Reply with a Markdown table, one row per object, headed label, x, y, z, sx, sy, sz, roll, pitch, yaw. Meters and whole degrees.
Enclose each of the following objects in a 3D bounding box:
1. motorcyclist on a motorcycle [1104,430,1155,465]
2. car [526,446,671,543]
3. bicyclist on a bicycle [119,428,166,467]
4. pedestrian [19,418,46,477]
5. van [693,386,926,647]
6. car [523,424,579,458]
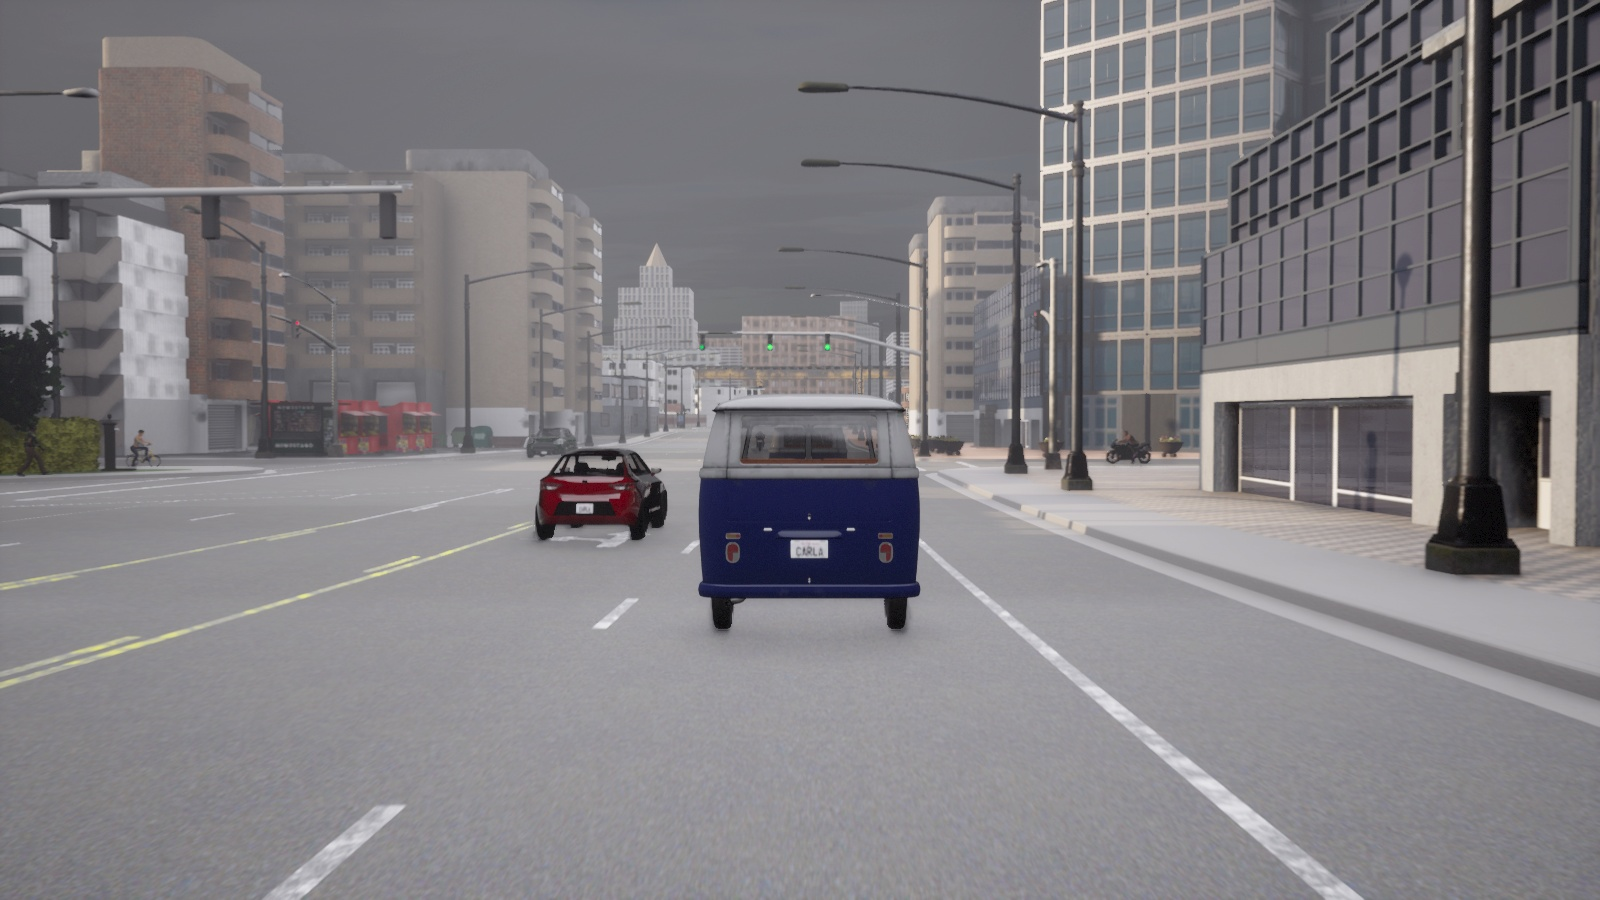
| label | x | y | z | sx | sy | sz | roll | pitch | yaw |
| --- | --- | --- | --- | --- | --- | --- | --- | --- | --- |
| motorcyclist on a motorcycle | 14.615 | -0.118 | 55.754 | 2.044 | 1.523 | 0.797 | 0 | 2 | 1 |
| car | -3.361 | 0.690 | 21.735 | 1.816 | 1.474 | 4.193 | 0 | 0 | 0 |
| bicyclist on a bicycle | -27.671 | -0.113 | 52.834 | 1.509 | 1.612 | 0.866 | 0 | 2 | 1 |
| pedestrian | -25.417 | -0.090 | 41.593 | 0.692 | 1.930 | 0.395 | -1 | 2 | -42 |
| van | 0.083 | 0.503 | 11.792 | 1.775 | 1.987 | 4.442 | 0 | 0 | 0 |
| car | -13.590 | -0.513 | 68.786 | 2.097 | 1.767 | 4.553 | 0 | 1 | 0 |
